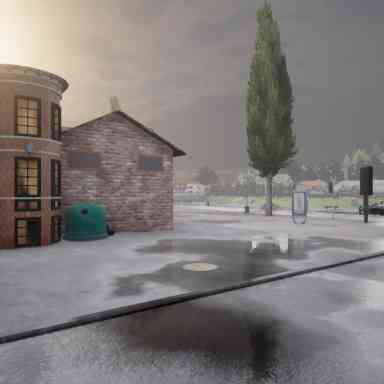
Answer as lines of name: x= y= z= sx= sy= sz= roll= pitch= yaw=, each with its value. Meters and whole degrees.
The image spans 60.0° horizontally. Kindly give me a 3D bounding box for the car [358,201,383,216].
car: x=17.380 y=1.491 z=29.604 sx=2.128 sy=1.511 sz=4.902 roll=0 pitch=0 yaw=-36
